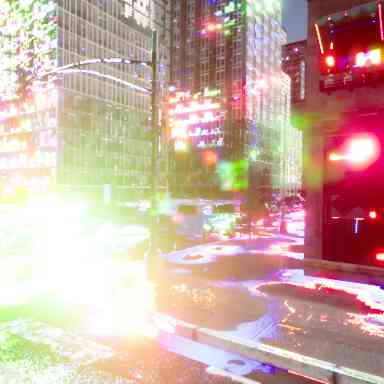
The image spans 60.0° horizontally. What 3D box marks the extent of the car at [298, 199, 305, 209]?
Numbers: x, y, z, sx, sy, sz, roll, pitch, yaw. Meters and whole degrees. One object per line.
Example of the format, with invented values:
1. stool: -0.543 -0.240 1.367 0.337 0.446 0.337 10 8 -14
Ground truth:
1. car: 15.491 1.537 42.305 1.895 1.301 4.718 1 1 35

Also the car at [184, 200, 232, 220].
1. car: 1.426 1.446 27.927 1.812 1.442 4.674 1 1 35

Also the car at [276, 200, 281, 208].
1. car: 9.910 1.291 44.436 1.967 1.590 4.097 1 1 35

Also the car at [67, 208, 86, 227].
1. car: -6.045 1.465 21.838 1.947 1.339 4.313 1 1 35

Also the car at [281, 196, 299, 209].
1. car: 13.041 1.436 44.291 2.033 1.411 5.357 1 1 36

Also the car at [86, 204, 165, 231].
1. car: -3.828 1.539 20.490 1.895 1.301 4.718 1 1 35

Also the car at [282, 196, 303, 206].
1. car: 16.193 1.362 53.338 1.752 1.417 4.829 1 1 35

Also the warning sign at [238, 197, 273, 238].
1. warning sign: 3.089 1.176 16.116 1.300 1.860 1.060 1 1 35

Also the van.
1. van: 0.804 1.367 17.003 1.690 1.788 3.998 1 1 35

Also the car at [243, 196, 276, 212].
1. car: 6.852 1.382 35.598 1.882 1.535 5.008 1 1 35
